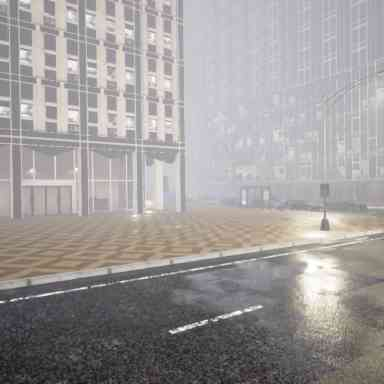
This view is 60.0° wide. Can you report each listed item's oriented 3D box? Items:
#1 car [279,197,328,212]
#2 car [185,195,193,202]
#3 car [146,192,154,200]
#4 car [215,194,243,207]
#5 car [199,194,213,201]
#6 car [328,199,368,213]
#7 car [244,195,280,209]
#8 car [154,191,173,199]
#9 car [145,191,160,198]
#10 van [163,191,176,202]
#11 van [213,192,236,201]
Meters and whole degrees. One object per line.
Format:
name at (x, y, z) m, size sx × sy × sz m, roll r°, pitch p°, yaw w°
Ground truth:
car at (12.038, 1.422, 36.174) m, size 1.947 × 1.339 × 4.313 m, roll -1°, pitch 1°, yaw -34°
car at (-1.729, 1.153, 61.128) m, size 1.895 × 1.301 × 4.718 m, roll -1°, pitch 1°, yaw -34°
car at (-10.387, 1.038, 69.036) m, size 2.008 × 1.369 × 4.403 m, roll 0°, pitch 1°, yaw -34°
car at (5.662, 1.318, 45.587) m, size 1.947 × 1.339 × 4.313 m, roll -1°, pitch 1°, yaw -34°
car at (2.958, 1.041, 64.413) m, size 1.802 × 1.307 × 4.206 m, roll -1°, pitch 1°, yaw -34°
car at (16.129, 1.406, 35.007) m, size 1.994 × 1.385 × 4.181 m, roll -1°, pitch 1°, yaw -35°
car at (8.833, 1.386, 40.870) m, size 1.802 × 1.307 × 4.206 m, roll -1°, pitch 1°, yaw -34°
car at (-6.699, 0.613, 78.462) m, size 2.192 × 1.841 × 5.009 m, roll 0°, pitch 1°, yaw -34°
car at (-9.918, 0.684, 83.148) m, size 1.967 × 1.590 × 4.097 m, roll 0°, pitch 1°, yaw -34°
van at (-3.949, 0.936, 59.666) m, size 1.690 × 1.788 × 3.998 m, roll 0°, pitch 1°, yaw -34°
van at (6.176, 0.853, 59.725) m, size 1.690 × 1.788 × 3.998 m, roll -1°, pitch 1°, yaw -34°
